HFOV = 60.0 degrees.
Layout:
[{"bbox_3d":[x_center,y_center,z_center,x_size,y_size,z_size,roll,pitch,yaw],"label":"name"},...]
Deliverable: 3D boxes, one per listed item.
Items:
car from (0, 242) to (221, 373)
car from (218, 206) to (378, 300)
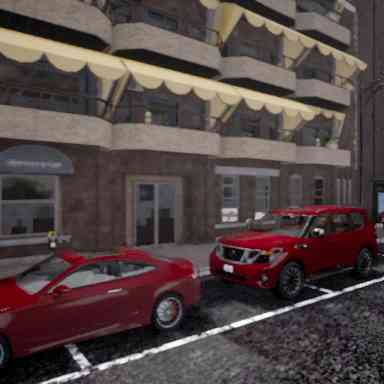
[{"bbox_3d":[-1.768,1.582,5.298,4.206,1.307,1.802,0,0,-35],"label":"car"},{"bbox_3d":[2.831,1.317,8.578,5.009,1.841,2.192,0,0,-35],"label":"car"}]
